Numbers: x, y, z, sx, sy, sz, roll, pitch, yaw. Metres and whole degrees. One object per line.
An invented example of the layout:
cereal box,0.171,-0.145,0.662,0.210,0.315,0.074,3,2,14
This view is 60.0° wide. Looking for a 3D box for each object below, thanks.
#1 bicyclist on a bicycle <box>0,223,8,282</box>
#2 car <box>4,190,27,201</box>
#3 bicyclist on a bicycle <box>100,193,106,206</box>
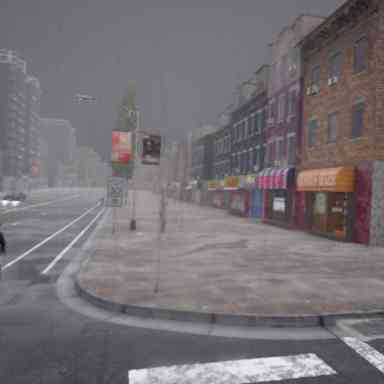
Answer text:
bicyclist on a bicycle,-4.293,1.443,7.059,0.582,1.620,1.656,4,-3,-11
car,-24.506,0.491,46.303,1.994,1.385,4.181,2,1,-11
bicyclist on a bicycle,-11.613,0.979,43.166,0.866,1.612,1.509,2,1,-12
